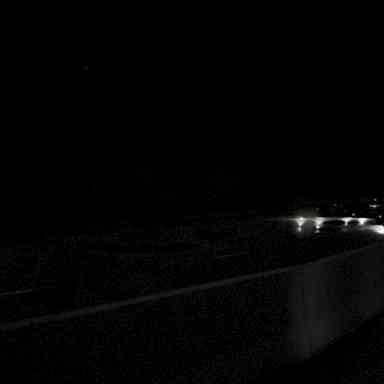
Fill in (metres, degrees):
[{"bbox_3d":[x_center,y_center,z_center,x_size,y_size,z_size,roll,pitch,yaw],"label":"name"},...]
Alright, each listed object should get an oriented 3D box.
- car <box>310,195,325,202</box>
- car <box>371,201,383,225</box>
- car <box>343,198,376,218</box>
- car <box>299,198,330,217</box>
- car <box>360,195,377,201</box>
[{"bbox_3d":[26.244,1.388,69.763,1.895,1.301,4.718,-1,0,7],"label":"car"},{"bbox_3d":[14.359,1.509,23.341,2.033,1.411,5.357,0,0,38],"label":"car"},{"bbox_3d":[15.185,1.532,30.437,2.033,1.411,5.357,0,0,34],"label":"car"},{"bbox_3d":[11.760,1.484,31.730,1.882,1.535,5.008,0,0,34],"label":"car"},{"bbox_3d":[31.699,1.413,60.072,2.097,1.767,4.553,-1,-1,13],"label":"car"}]
